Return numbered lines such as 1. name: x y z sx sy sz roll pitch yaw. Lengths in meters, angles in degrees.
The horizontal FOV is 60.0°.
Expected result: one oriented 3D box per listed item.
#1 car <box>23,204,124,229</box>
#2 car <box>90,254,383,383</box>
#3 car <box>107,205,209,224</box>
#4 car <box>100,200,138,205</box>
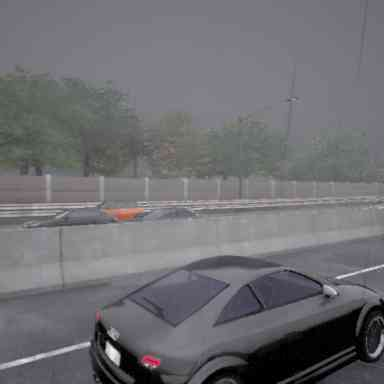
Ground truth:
1. car: -5.994 1.537 16.910 4.674 1.442 1.812 0 0 -35
2. car: 0.848 1.570 4.473 4.181 1.385 1.994 0 0 -35
3. car: -1.283 1.518 15.969 4.892 1.490 1.837 0 0 -35
4. car: -5.360 1.366 21.659 4.553 1.767 2.097 0 0 -35
